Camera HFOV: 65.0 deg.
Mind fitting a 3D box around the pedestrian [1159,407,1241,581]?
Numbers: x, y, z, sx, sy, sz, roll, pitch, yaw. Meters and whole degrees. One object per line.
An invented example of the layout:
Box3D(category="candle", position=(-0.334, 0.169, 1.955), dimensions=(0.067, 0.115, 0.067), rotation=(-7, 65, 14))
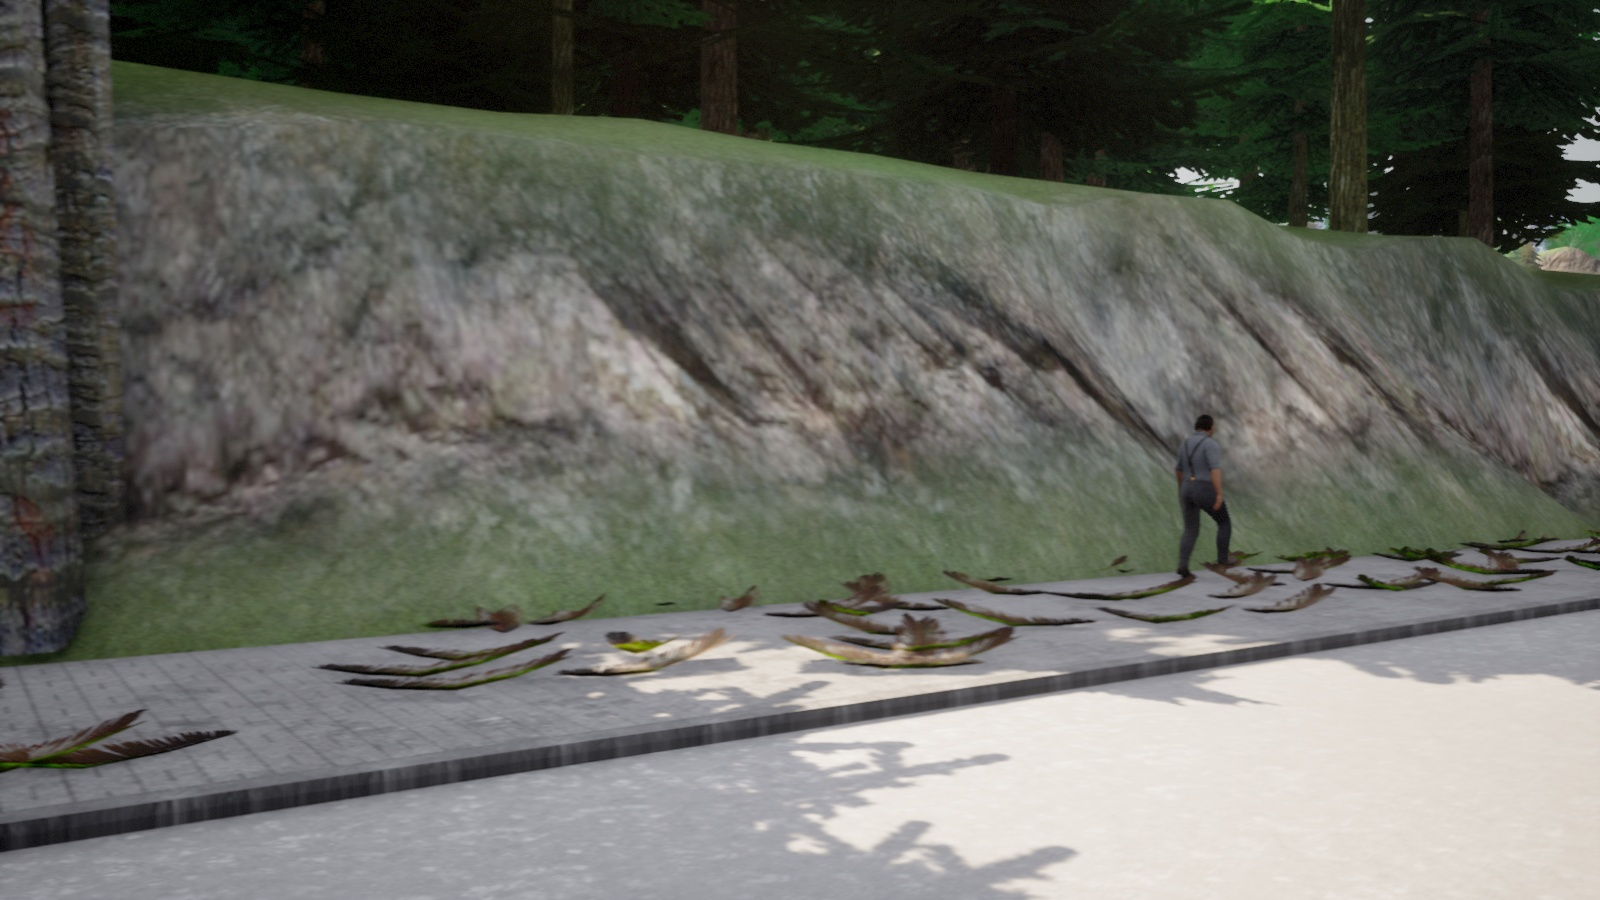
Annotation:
Box3D(category="pedestrian", position=(4.395, 0.471, 13.796), dimensions=(0.694, 1.848, 0.540), rotation=(0, 0, -35))
